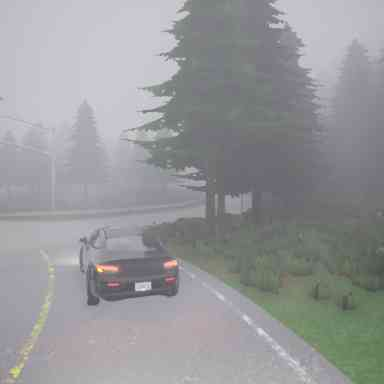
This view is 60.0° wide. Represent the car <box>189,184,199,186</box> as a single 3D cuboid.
[{"bbox_3d":[0.576,-1.747,69.734,1.994,1.385,4.181,0,5,-5],"label":"car"}]

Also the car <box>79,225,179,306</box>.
[{"bbox_3d":[-1.683,1.526,8.115,1.812,1.442,4.674,0,0,-21],"label":"car"}]

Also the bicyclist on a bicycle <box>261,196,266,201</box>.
[{"bbox_3d":[6.311,0.894,30.393,1.656,1.620,0.582,-13,-4,35],"label":"bicyclist on a bicycle"}]
